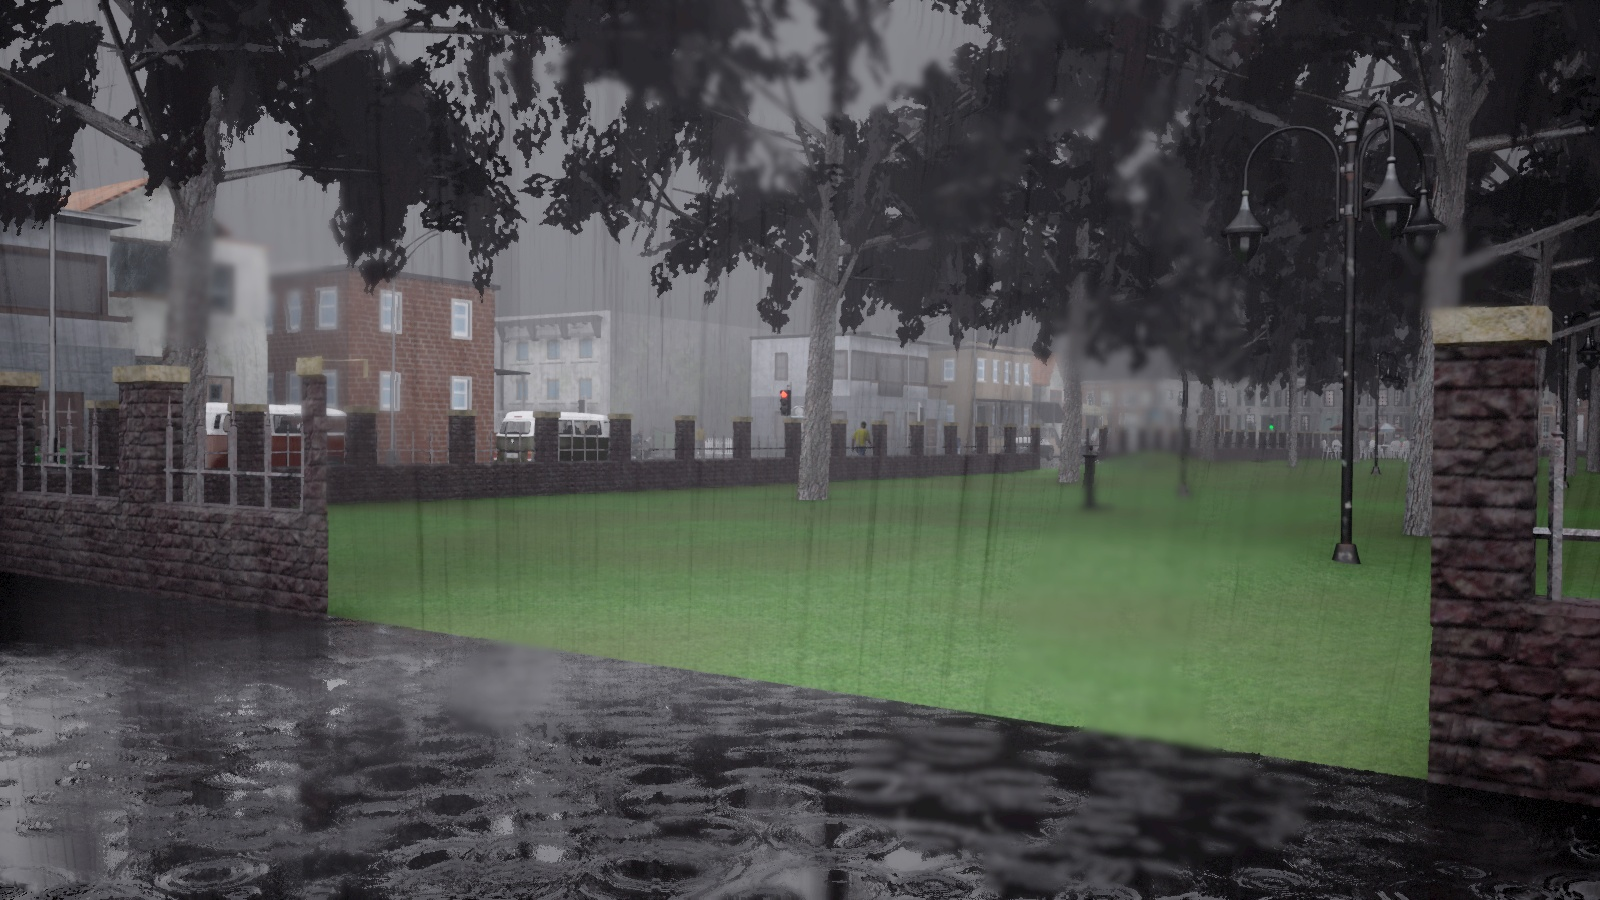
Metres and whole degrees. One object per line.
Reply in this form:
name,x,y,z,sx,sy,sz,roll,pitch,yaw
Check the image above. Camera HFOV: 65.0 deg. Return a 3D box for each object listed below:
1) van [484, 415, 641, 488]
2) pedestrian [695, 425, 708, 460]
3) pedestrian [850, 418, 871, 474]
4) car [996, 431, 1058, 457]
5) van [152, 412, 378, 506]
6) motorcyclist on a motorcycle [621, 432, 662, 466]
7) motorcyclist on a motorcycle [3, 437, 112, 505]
van,-7.002,0.007,37.457,2.069,2.038,4.480,0,1,33
pedestrian,-5.225,-0.420,66.560,0.431,1.840,0.709,-1,1,-27
pedestrian,1.998,-0.139,41.132,0.354,1.836,0.706,0,1,35
car,13.397,-0.373,73.902,1.812,1.442,4.674,0,1,35
van,-12.479,0.164,29.562,2.069,2.038,4.480,0,1,33
motorcyclist on a motorcycle,-7.571,-0.063,59.833,1.817,1.590,0.866,0,1,35
motorcyclist on a motorcycle,-17.455,0.468,29.560,0.797,1.523,2.044,0,1,35
